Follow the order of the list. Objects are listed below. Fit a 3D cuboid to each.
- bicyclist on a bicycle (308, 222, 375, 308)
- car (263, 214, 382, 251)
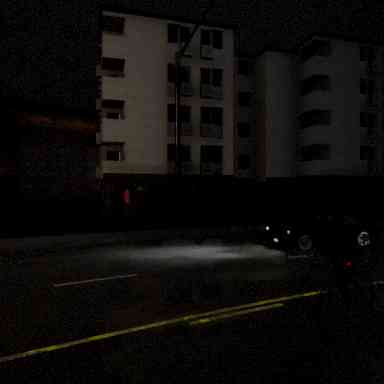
[{"bbox_3d":[3.008,1.455,6.883,0.582,1.620,1.656,0,-2,-25],"label":"bicyclist on a bicycle"},{"bbox_3d":[5.425,1.601,13.952,4.718,1.301,1.895,0,0,-19],"label":"car"}]
